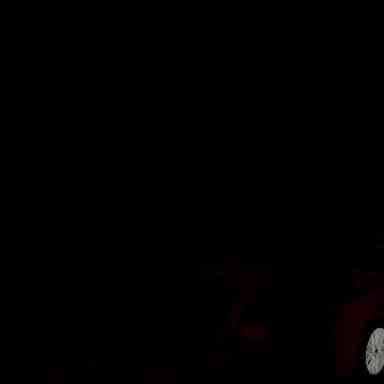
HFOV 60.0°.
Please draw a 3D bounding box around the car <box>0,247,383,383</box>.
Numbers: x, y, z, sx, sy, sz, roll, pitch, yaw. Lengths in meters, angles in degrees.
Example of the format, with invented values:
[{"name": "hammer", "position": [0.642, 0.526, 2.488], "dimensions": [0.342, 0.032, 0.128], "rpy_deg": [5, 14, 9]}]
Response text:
[{"name": "car", "position": [0.528, 1.493, 3.939], "dimensions": [5.008, 1.535, 1.882], "rpy_deg": [0, 0, -36]}]
